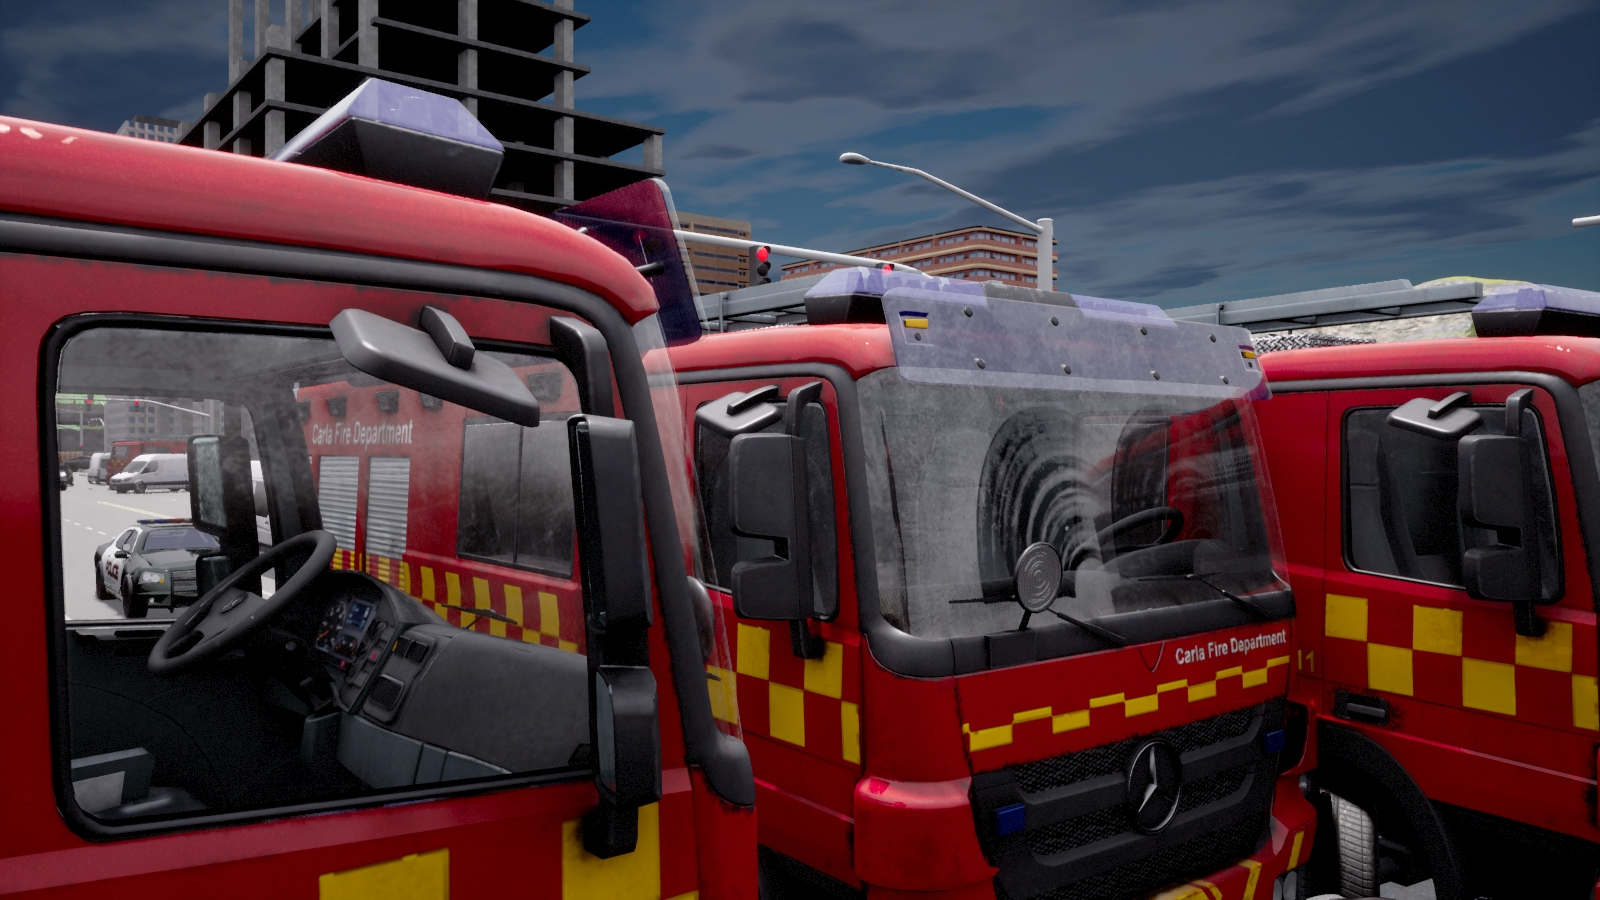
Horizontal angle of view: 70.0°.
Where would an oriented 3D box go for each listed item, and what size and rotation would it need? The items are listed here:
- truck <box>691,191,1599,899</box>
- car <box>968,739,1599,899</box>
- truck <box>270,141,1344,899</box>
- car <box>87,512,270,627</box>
[{"bbox_3d":[2.348,0.890,8.605,2.891,3.827,8.468,0,0,-31],"label":"truck"},{"bbox_3d":[2.437,2.065,3.109,1.970,1.475,3.806,0,0,-30],"label":"car"},{"bbox_3d":[-1.099,0.890,8.003,2.891,3.827,8.468,0,0,-38],"label":"truck"},{"bbox_3d":[-11.386,2.037,20.746,2.038,1.542,4.974,0,0,-39],"label":"car"}]
